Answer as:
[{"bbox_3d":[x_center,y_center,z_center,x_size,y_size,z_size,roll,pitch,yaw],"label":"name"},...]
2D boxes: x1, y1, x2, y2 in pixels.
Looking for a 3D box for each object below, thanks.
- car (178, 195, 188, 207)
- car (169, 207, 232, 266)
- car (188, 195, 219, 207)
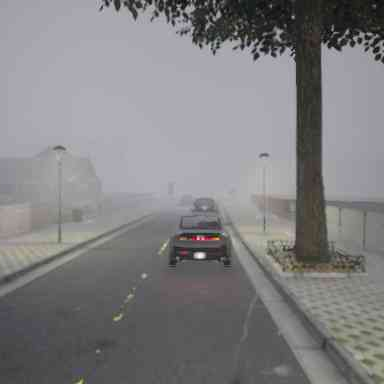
[{"bbox_3d":[-0.662,1.141,43.139,1.837,1.490,4.892,0,0,4],"label":"car"},{"bbox_3d":[0.296,1.460,11.293,1.837,1.490,4.892,0,0,2],"label":"car"},{"bbox_3d":[1.070,1.187,26.378,2.097,1.767,4.553,0,1,4],"label":"car"}]
